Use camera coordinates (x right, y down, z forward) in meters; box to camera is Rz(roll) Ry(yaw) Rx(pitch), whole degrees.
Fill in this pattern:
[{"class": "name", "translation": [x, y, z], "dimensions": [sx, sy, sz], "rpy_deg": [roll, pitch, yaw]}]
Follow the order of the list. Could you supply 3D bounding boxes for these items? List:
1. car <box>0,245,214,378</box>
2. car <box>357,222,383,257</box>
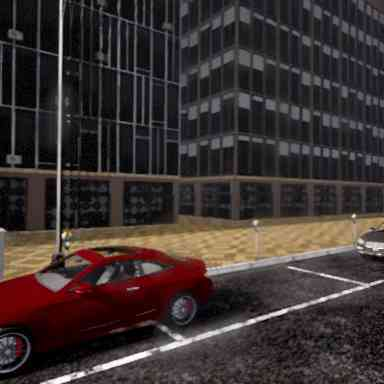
[{"class": "car", "translation": [-1.534, 1.594, 5.461], "dimensions": [4.206, 1.307, 1.802], "rpy_deg": [0, 0, -35]}, {"class": "car", "translation": [7.736, 1.640, 12.072], "dimensions": [4.403, 1.369, 2.008], "rpy_deg": [0, 0, -35]}]
